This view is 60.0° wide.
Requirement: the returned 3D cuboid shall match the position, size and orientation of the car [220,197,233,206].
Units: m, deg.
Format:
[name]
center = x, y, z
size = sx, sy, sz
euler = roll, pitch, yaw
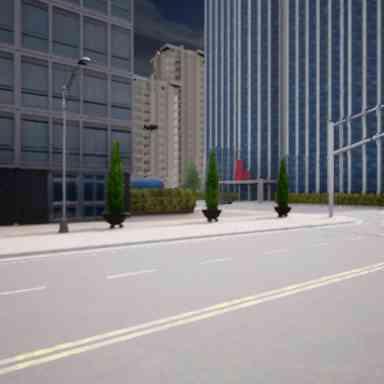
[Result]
[car]
center = 4.521, 1.568, 55.817
size = 2.033, 1.411, 5.357
euler = 0, 0, -36
